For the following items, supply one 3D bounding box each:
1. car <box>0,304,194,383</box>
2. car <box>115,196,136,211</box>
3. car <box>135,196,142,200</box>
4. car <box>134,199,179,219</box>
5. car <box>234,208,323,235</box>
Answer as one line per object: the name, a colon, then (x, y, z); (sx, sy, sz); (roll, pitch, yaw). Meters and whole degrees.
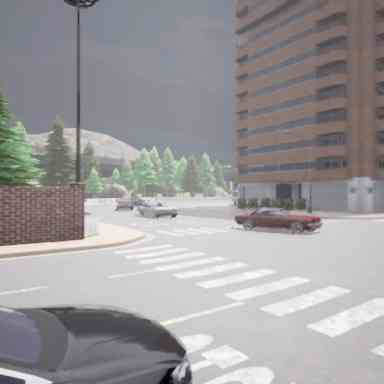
car: (-2.206, 1.491, 2.172); (4.902, 1.511, 2.128); (0, 0, -36)
car: (-8.108, 1.483, 39.787); (1.812, 1.442, 4.674); (0, 0, -14)
car: (-8.947, 1.469, 51.586); (1.837, 1.490, 4.892); (0, 0, 8)
car: (-3.011, 1.557, 28.899); (1.895, 1.301, 4.718); (0, 0, -32)
car: (4.864, 1.580, 18.997); (4.718, 1.301, 1.895); (0, 0, 40)
